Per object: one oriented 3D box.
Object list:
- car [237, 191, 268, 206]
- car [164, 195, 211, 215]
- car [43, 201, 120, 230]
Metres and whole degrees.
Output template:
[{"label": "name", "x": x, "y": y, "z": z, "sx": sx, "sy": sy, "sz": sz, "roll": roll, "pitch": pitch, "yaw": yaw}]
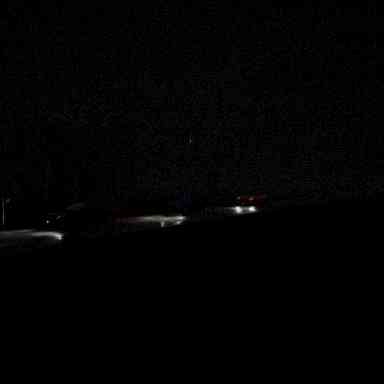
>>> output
[{"label": "car", "x": 6.954, "y": 0.670, "z": 38.349, "sx": 2.097, "sy": 1.767, "sz": 4.553, "roll": -1, "pitch": 1, "yaw": 36}, {"label": "car", "x": -0.325, "y": 1.044, "z": 28.152, "sx": 1.882, "sy": 1.535, "sz": 5.008, "roll": -1, "pitch": 1, "yaw": 35}, {"label": "car", "x": -6.365, "y": 1.282, "z": 19.671, "sx": 1.812, "sy": 1.442, "sz": 4.674, "roll": -1, "pitch": 1, "yaw": 36}]
